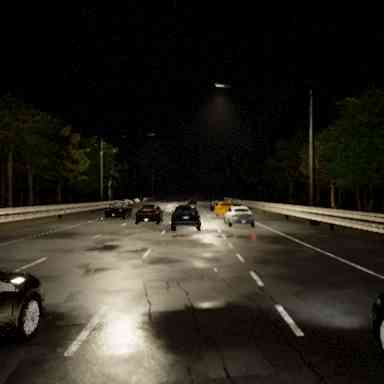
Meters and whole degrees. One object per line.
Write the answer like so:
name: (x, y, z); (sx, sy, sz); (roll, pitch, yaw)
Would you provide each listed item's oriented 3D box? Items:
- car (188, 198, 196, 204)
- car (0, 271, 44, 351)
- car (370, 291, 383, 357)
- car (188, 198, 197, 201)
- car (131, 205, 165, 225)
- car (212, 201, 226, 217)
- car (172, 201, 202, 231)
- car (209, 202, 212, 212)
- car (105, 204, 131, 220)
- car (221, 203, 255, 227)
car: (0.016, 2.172, 83.650); (2.033, 1.411, 5.357); (0, 0, 0)
car: (-3.400, 1.549, 3.698); (1.837, 1.490, 4.892); (0, 0, 0)
car: (3.500, 1.538, 2.881); (1.837, 1.490, 4.892); (0, -1, 0)
car: (0.103, 2.095, 68.728); (1.812, 1.442, 4.674); (0, 0, 0)
car: (-3.394, 1.802, 27.092); (1.837, 1.490, 4.892); (0, 0, 0)
car: (3.506, 1.866, 35.878); (1.882, 1.535, 5.008); (0, -1, 0)
car: (-0.351, 1.681, 22.810); (2.033, 1.649, 4.856); (0, 0, 0)
car: (3.509, 1.976, 46.904); (2.163, 1.488, 4.792); (0, 0, 0)
car: (-6.895, 1.837, 31.597); (2.128, 1.511, 4.902); (0, -1, 0)
car: (3.504, 1.799, 24.879); (1.812, 1.442, 4.674); (0, -1, 0)
